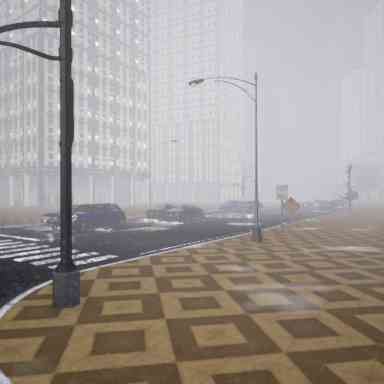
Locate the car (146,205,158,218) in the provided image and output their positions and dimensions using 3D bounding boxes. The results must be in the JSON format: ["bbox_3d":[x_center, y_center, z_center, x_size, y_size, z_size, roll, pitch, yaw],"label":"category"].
[{"bbox_3d":[-2.481,1.769,31.811,1.994,1.385,4.181,0,0,35],"label":"car"}]

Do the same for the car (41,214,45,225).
[{"bbox_3d":[-8.146,1.632,23.543,2.128,1.511,4.902,0,-1,34],"label":"car"}]

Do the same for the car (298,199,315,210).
[{"bbox_3d":[16.299,1.923,47.987,1.895,1.301,4.718,0,0,32],"label":"car"}]

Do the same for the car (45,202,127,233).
[{"bbox_3d":[-6.226,1.468,20.548,2.097,1.767,4.553,0,-1,34],"label":"car"}]

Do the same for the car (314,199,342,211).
[{"bbox_3d":[18.809,1.853,45.874,2.033,1.411,5.357,0,0,31],"label":"car"}]

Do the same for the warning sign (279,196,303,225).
[{"bbox_3d":[6.840,1.251,22.944,1.300,1.860,1.060,0,0,34],"label":"warning sign"}]

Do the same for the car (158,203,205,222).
[{"bbox_3d":[-0.634,1.746,28.770,1.994,1.385,4.181,0,-1,34],"label":"car"}]

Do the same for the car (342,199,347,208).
[{"bbox_3d":[24.203,1.840,54.729,1.882,1.535,5.008,0,0,31],"label":"car"}]

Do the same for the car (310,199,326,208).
[{"bbox_3d":[21.478,1.903,56.502,1.812,1.442,4.674,0,0,31],"label":"car"}]

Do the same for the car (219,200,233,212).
[{"bbox_3d":[5.295,1.770,43.274,1.882,1.535,5.008,0,0,34],"label":"car"}]

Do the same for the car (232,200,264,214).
[{"bbox_3d":[7.099,1.767,40.137,1.837,1.490,4.892,0,1,34],"label":"car"}]
